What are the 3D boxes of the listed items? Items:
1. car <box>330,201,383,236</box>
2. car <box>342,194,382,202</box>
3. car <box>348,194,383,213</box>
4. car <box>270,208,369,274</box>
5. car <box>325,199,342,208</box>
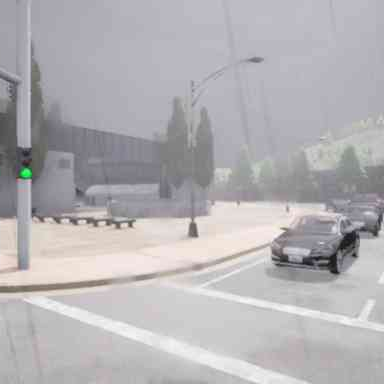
[{"bbox_3d":[9.414,1.505,18.587,2.128,1.511,4.902,0,0,32],"label":"car"},{"bbox_3d":[14.066,1.241,27.424,2.150,2.045,5.566,0,0,20],"label":"car"},{"bbox_3d":[20.058,1.247,38.054,2.150,2.045,5.566,0,0,4],"label":"car"},{"bbox_3d":[4.134,1.504,10.809,2.128,1.511,4.902,0,0,35],"label":"car"},{"bbox_3d":[16.470,1.529,37.568,2.128,1.511,4.902,0,0,6],"label":"car"}]
